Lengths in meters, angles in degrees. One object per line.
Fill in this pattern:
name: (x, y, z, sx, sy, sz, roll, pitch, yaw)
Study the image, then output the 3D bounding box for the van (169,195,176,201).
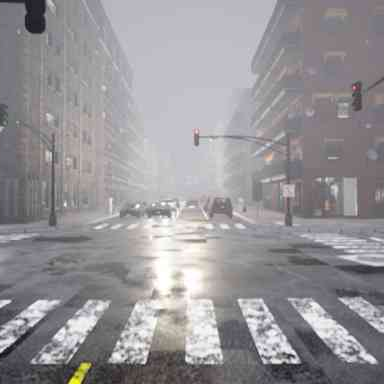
van: (-5.431, 1.638, 91.384, 1.690, 1.788, 3.998, 1, 0, 0)

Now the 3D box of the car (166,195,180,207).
car: (-2.830, 1.593, 50.524, 1.812, 1.442, 4.674, 0, 0, 0)

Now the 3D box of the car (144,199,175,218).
car: (-2.886, 1.592, 30.432, 1.994, 1.385, 4.181, 0, 0, 0)

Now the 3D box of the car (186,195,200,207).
car: (0.027, 1.565, 52.461, 2.128, 1.511, 4.902, 0, 0, 0)

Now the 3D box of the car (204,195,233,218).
car: (2.542, 1.343, 30.253, 2.192, 1.841, 5.009, 1, 0, 0)

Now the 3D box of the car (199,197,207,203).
car: (2.470, 1.769, 74.735, 1.802, 1.307, 4.206, 1, 0, 0)

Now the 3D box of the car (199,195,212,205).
car: (2.490, 1.437, 63.612, 2.192, 1.841, 5.009, 1, 0, 0)

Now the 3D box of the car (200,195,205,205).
car: (2.525, 1.358, 41.378, 2.192, 1.841, 5.009, 1, 0, 0)

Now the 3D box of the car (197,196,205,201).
car: (2.446, 1.863, 91.426, 1.947, 1.339, 4.313, 1, 0, 0)

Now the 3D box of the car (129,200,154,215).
car: (-5.350, 1.600, 35.757, 1.947, 1.339, 4.313, 1, 0, 0)

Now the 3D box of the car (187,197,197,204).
car: (-0.038, 1.723, 70.446, 1.994, 1.385, 4.181, 0, 0, 0)

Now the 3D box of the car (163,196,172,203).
car: (-5.409, 1.711, 74.521, 1.752, 1.417, 4.829, 1, 0, 0)

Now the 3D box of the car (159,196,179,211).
car: (-2.884, 1.567, 40.322, 1.812, 1.442, 4.674, 0, 0, 0)

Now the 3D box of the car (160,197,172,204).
car: (-5.401, 1.704, 69.129, 2.008, 1.369, 4.403, 1, 0, 0)

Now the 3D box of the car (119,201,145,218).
car: (-5.342, 1.594, 30.196, 1.947, 1.339, 4.313, 1, 0, 0)

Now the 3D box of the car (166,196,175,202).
car: (-5.426, 1.811, 85.819, 2.008, 1.369, 4.403, 1, 0, 0)

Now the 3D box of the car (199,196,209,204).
car: (2.480, 1.594, 69.175, 1.967, 1.590, 4.097, 1, 0, 0)

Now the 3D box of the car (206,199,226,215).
car: (2.530, 1.560, 35.982, 1.752, 1.417, 4.829, 1, 0, 0)
